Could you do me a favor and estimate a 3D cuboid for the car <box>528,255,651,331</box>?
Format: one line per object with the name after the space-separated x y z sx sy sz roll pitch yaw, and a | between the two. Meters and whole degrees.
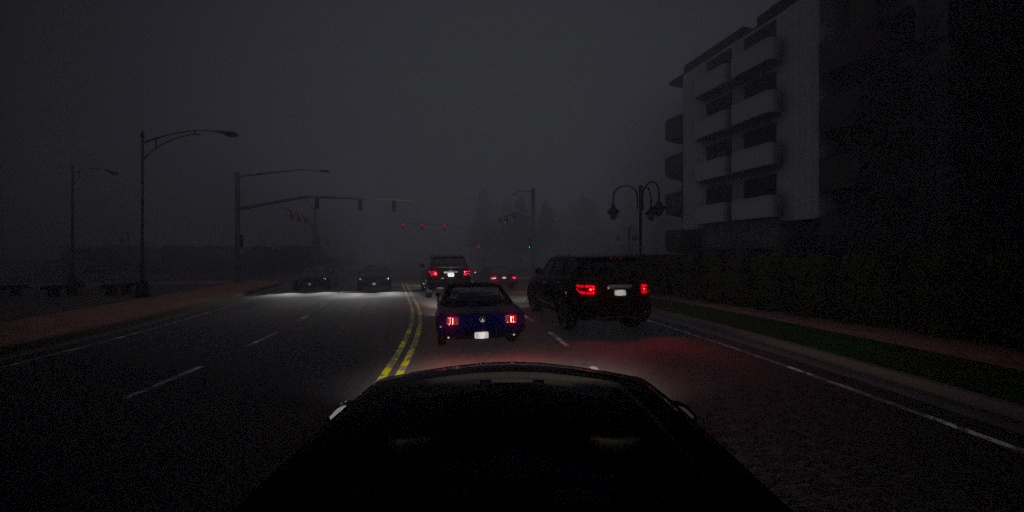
2.105 0.974 11.342 2.150 2.045 5.566 0 0 -11 | car

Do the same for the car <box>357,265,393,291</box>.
-8.318 1.275 21.939 1.812 1.442 4.674 0 0 -18 | car

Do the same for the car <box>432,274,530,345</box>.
-1.078 1.351 9.590 1.895 1.301 4.718 0 0 -12 | car

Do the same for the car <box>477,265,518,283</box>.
-1.205 1.297 22.919 2.033 1.411 5.357 0 0 -18 | car

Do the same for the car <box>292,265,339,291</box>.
-12.151 1.311 22.413 1.812 1.442 4.674 0 0 -19 | car

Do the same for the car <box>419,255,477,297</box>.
-3.614 0.971 19.025 2.150 2.045 5.566 0 0 -18 | car
